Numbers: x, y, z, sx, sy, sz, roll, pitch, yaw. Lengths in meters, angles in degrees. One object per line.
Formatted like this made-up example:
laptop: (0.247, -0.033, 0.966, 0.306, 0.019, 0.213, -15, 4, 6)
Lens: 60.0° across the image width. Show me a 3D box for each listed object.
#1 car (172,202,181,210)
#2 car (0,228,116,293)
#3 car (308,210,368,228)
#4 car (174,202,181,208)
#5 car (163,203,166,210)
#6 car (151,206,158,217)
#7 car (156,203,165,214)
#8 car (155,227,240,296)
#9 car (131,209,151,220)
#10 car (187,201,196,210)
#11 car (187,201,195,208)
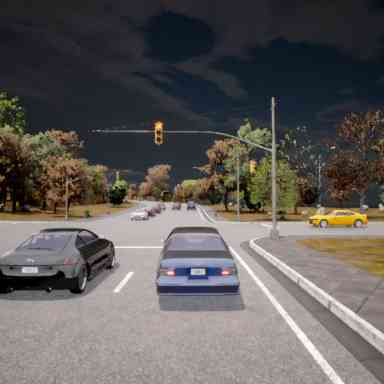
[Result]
car: (-3.689, 3.486, 78.314, 1.812, 1.442, 4.674, 0, 0, 0)
car: (-3.443, 1.665, 9.081, 1.994, 1.385, 4.181, 0, -1, 0)
car: (12.970, 2.368, 29.698, 5.008, 1.535, 1.882, 0, -3, -2)
car: (-3.830, 3.428, 88.290, 1.837, 1.490, 4.892, 0, 0, -4)
car: (-7.183, 3.325, 76.043, 2.097, 1.767, 4.553, 0, 0, 0)
car: (-7.222, 3.470, 55.298, 1.895, 1.301, 4.718, 0, -1, 0)
car: (-7.189, 3.538, 65.891, 2.033, 1.411, 5.357, 0, 0, 0)
car: (0.070, 1.647, 8.971, 2.033, 1.411, 5.357, 0, -1, -1)
car: (-7.217, 3.146, 46.279, 1.812, 1.442, 4.674, 0, -2, 0)
car: (-0.187, 3.311, 77.853, 2.097, 1.767, 4.553, 0, 0, 0)
car: (-0.307, 3.243, 88.032, 1.882, 1.535, 5.008, 0, 0, -4)
